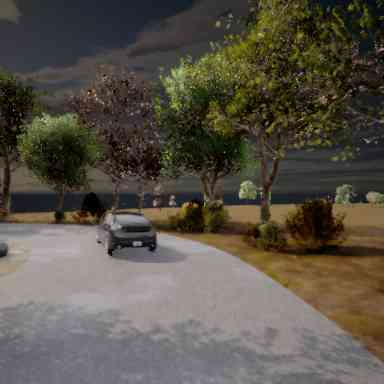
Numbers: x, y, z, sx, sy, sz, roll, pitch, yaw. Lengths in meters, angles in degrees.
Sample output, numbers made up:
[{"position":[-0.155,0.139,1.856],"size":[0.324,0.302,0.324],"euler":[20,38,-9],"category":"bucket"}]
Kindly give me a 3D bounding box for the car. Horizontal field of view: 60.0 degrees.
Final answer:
[{"position":[-2.885,1.588,13.990],"size":[1.837,1.490,4.892],"euler":[1,-1,-23],"category":"car"}]
